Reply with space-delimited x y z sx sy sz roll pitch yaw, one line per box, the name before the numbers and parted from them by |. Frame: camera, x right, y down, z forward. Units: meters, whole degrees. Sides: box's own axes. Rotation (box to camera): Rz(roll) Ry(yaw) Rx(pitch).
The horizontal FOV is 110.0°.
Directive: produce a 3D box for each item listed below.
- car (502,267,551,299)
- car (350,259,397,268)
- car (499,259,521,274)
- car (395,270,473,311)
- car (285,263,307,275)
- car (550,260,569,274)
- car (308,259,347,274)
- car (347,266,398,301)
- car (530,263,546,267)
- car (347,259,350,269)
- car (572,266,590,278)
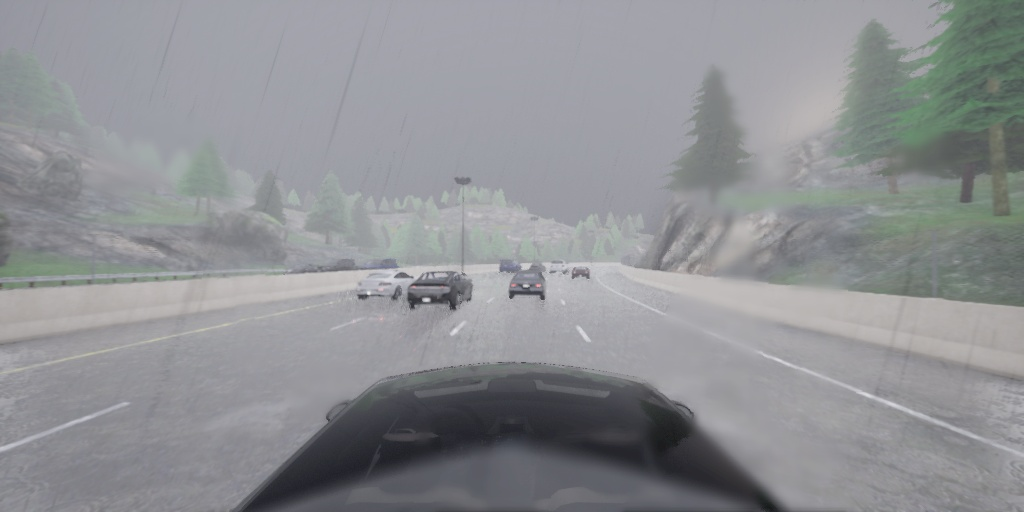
car | 0.939 1.497 19.613 2.033 1.411 5.357 0 -1 6
car | -14.209 1.304 38.100 2.150 2.045 5.566 0 -1 10
car | -0.183 1.523 52.313 2.150 2.045 5.566 0 -1 16
car | -2.873 1.377 15.252 2.128 1.511 4.902 0 -1 4
car | -24.120 1.573 41.991 2.128 1.511 4.902 0 -1 11
car | 6.919 1.550 51.797 2.150 2.045 5.566 0 -1 16
car | -20.563 1.321 42.028 2.150 2.045 5.566 0 -1 12
car | -6.139 1.428 18.262 1.812 1.442 4.674 0 -1 6
car | 3.870 1.838 53.496 1.837 1.490 4.892 -1 -1 16
car | -16.764 1.351 43.186 2.150 2.045 5.566 0 -1 12
car | 7.832 1.808 40.451 1.895 1.301 4.718 0 -1 13
